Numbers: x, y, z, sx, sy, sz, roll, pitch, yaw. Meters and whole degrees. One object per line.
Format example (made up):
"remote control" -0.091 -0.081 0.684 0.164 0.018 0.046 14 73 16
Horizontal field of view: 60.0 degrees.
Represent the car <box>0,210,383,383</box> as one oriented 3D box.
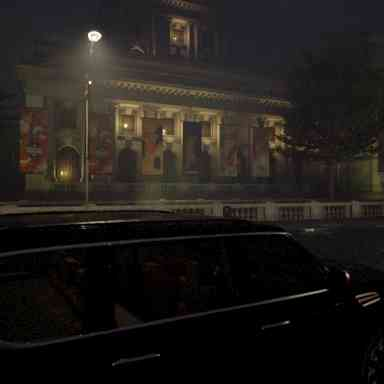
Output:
"car" -0.010 1.219 3.356 5.566 2.045 2.150 0 0 -33
